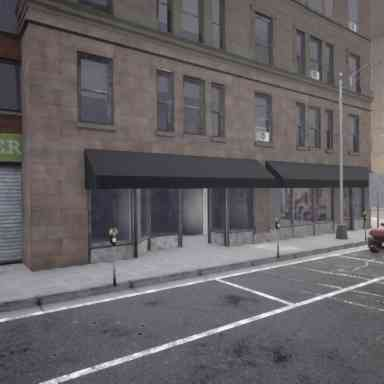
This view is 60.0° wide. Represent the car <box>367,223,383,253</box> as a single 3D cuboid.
[{"bbox_3d":[8.377,1.541,12.566,4.507,1.381,1.887,0,-1,-36],"label":"car"}]
